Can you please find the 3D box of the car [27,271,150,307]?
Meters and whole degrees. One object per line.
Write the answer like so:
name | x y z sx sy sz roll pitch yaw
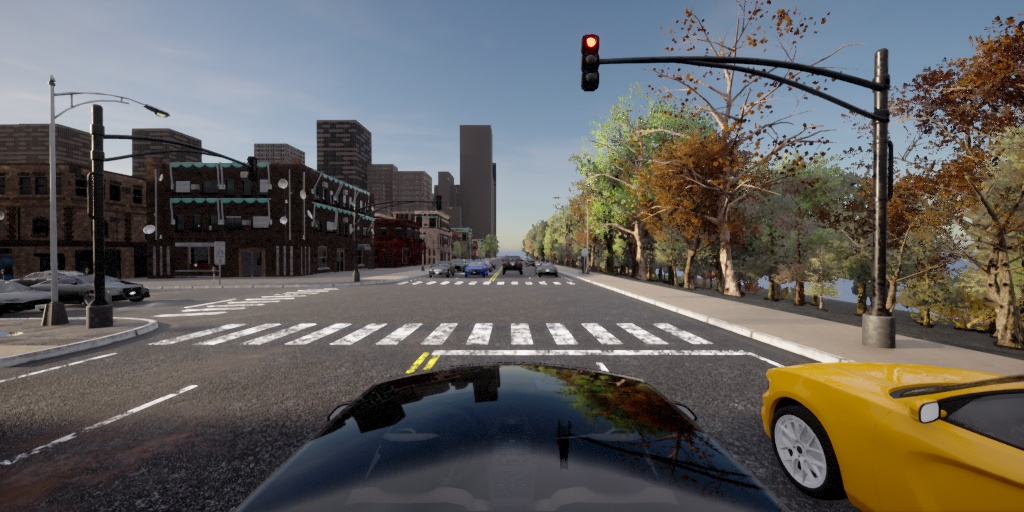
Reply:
car | -19.186 1.527 16.243 4.181 1.385 1.994 -1 1 0

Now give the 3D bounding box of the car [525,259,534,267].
car | 3.282 1.230 64.810 1.837 1.490 4.892 0 0 0

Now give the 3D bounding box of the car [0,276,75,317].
car | -19.959 1.565 13.537 4.313 1.339 1.948 0 0 0

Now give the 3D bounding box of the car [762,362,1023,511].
car | 3.351 1.228 1.432 1.882 1.535 5.008 0 0 0

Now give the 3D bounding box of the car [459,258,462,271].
car | -6.634 1.087 44.216 2.097 1.767 4.553 0 0 0

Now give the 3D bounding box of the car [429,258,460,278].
car | -6.625 1.231 34.342 2.128 1.511 4.902 0 0 0

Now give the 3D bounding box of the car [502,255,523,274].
car | 0.058 0.958 40.888 2.150 2.045 5.566 0 0 0

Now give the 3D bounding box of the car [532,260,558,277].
car | 3.313 1.303 35.385 1.994 1.385 4.181 0 0 0

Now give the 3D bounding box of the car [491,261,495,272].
car | -3.382 1.261 44.130 1.812 1.442 4.674 0 0 0

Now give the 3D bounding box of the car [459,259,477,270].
car | -6.634 1.222 54.585 2.128 1.511 4.902 0 0 0

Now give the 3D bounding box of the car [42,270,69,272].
car | -28.301 1.560 22.040 4.403 1.370 2.007 0 0 0

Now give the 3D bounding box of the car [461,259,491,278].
car | -3.376 1.217 34.733 1.882 1.535 5.008 0 0 0
